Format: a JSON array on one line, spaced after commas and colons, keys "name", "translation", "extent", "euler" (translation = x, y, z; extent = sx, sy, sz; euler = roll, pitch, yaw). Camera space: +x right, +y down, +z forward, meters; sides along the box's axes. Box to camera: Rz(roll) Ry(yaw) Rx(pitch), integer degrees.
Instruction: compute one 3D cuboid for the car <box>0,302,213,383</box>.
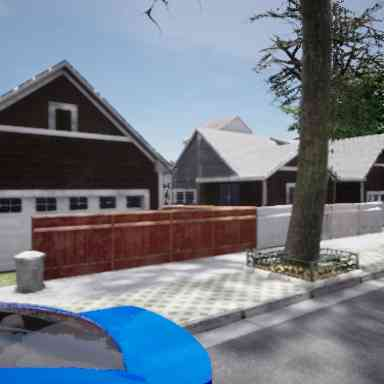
[{"name": "car", "translation": [-2.142, 1.478, 1.510], "extent": [5.008, 1.535, 1.882], "euler": [0, 0, -35]}]
